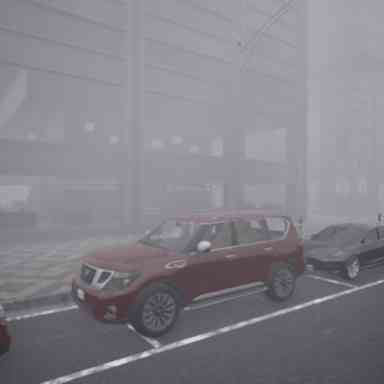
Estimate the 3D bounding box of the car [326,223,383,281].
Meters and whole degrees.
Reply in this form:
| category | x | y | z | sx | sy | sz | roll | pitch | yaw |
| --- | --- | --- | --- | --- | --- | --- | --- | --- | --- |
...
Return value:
| category | x | y | z | sx | sy | sz | roll | pitch | yaw |
| --- | --- | --- | --- | --- | --- | --- | --- | --- | --- |
| car | 4.843 | 1.632 | 10.109 | 4.313 | 1.339 | 1.947 | 0 | 0 | -36 |

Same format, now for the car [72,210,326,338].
| category | x | y | z | sx | sy | sz | roll | pitch | yaw |
| --- | --- | --- | --- | --- | --- | --- | --- | --- | --- |
| car | 0.256 | 1.343 | 6.836 | 5.009 | 1.841 | 2.192 | 0 | 0 | -36 |

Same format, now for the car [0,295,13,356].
| category | x | y | z | sx | sy | sz | roll | pitch | yaw |
| --- | --- | --- | --- | --- | --- | --- | --- | --- | --- |
| car | -4.333 | 1.430 | 3.561 | 4.097 | 1.590 | 1.967 | 0 | 0 | -36 |
